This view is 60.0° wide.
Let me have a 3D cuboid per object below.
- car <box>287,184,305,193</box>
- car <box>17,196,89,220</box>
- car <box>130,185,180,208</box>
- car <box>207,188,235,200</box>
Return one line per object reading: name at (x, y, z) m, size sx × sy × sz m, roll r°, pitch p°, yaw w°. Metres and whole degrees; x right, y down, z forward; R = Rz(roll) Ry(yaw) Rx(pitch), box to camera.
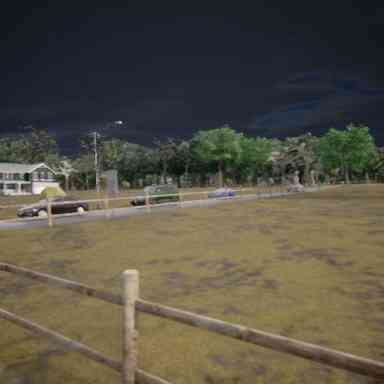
car at (17.455, -0.645, 56.001) m, size 1.994 × 1.385 × 4.181 m, roll -3°, pitch 1°, yaw 36°
car at (-9.555, 1.064, 23.183) m, size 1.837 × 1.490 × 4.892 m, roll -3°, pitch 1°, yaw 36°
car at (-3.415, 0.373, 31.808) m, size 2.150 × 2.045 × 5.566 m, roll -3°, pitch 1°, yaw 36°
car at (3.699, 0.205, 41.734) m, size 1.812 × 1.442 × 4.674 m, roll -3°, pitch 1°, yaw 35°
